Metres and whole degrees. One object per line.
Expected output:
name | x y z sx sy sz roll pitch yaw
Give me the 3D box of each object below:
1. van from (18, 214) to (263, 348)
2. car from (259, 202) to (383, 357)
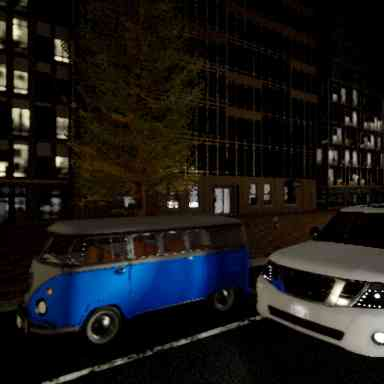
van | -0.777 1.341 6.005 3.998 1.788 1.690 0 0 -35
car | 3.676 1.221 5.998 5.566 2.045 2.150 0 0 -35
